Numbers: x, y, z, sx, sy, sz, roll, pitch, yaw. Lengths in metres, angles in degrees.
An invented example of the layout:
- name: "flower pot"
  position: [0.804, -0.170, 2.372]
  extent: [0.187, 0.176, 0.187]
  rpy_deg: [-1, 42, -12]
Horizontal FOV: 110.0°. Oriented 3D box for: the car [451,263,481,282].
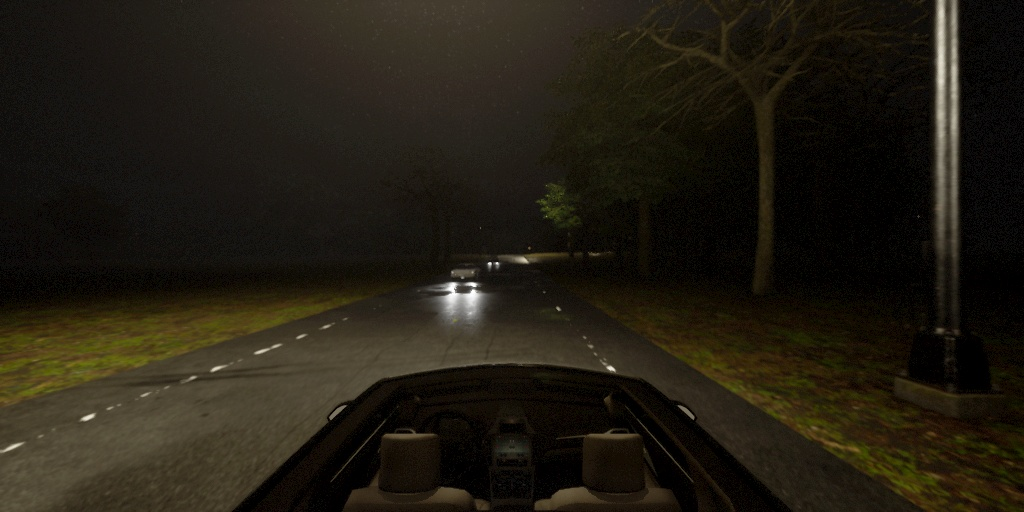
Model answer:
- name: "car"
  position: [-3.597, 1.251, 28.262]
  extent: [1.895, 1.301, 4.718]
  rpy_deg: [0, 1, 0]
